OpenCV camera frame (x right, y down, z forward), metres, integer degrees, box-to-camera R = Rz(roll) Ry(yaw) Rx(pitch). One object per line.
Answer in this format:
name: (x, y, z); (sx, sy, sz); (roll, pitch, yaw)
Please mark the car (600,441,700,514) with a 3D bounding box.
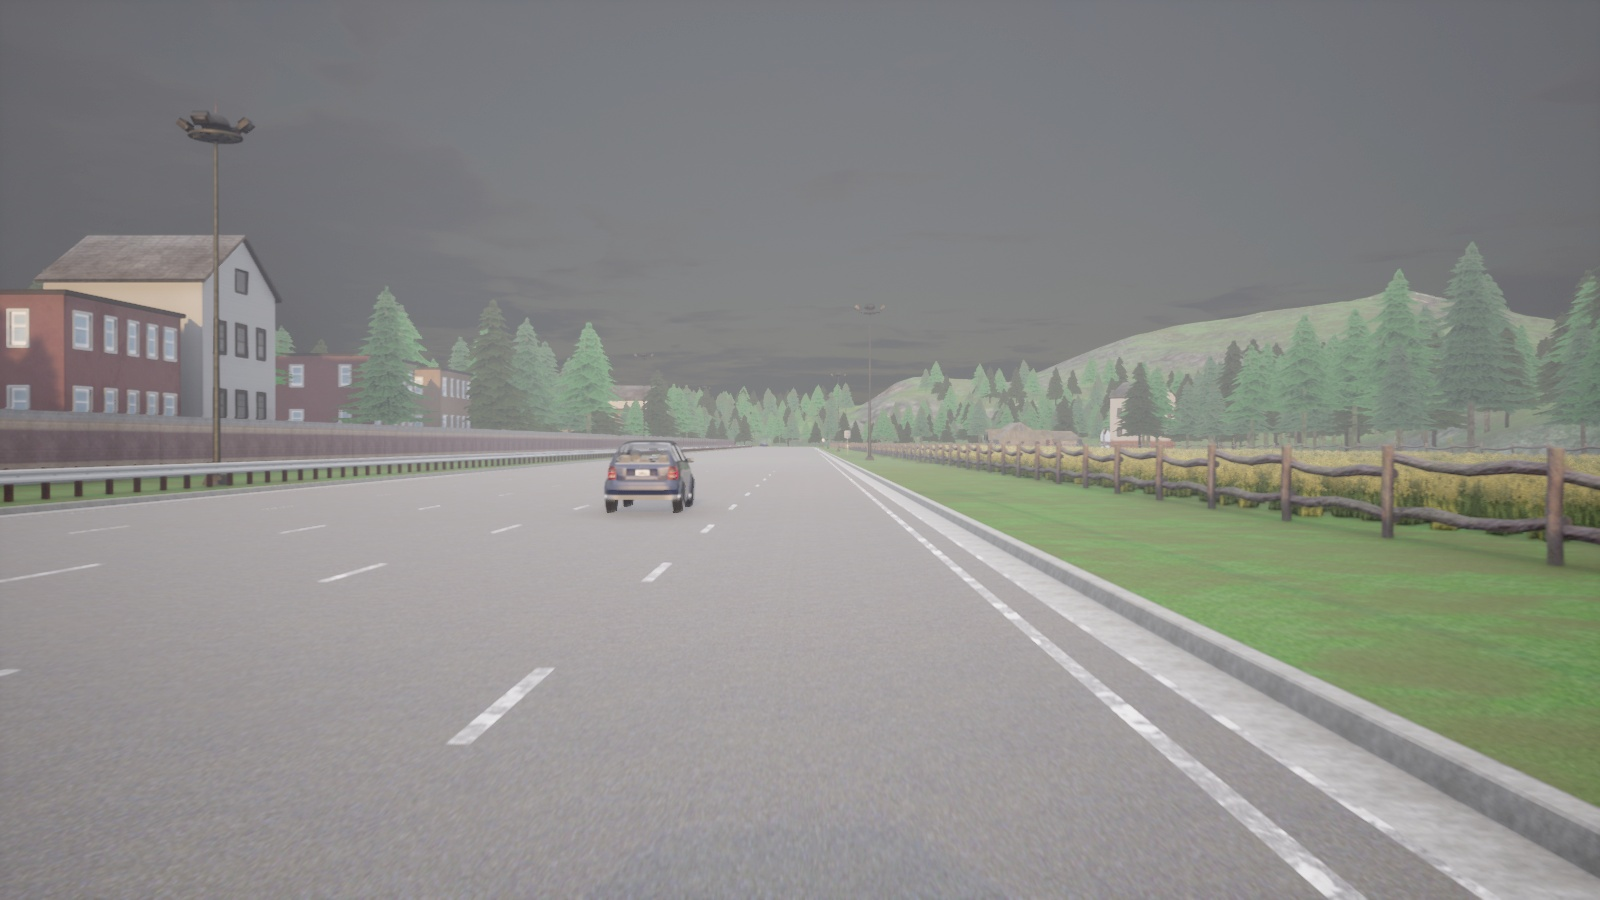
car: (-3.321, 0.562, 28.377); (1.789, 1.549, 3.705); (0, 0, 0)
